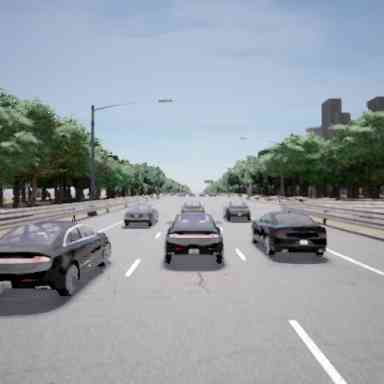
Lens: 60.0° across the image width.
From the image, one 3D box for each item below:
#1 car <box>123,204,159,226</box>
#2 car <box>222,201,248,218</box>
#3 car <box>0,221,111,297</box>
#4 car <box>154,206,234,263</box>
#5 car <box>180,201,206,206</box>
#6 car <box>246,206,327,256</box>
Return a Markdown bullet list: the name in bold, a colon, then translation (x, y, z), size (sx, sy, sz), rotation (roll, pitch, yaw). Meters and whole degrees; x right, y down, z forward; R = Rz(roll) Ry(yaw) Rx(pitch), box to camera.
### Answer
- **car**: translation (-3.460, 1.535, 23.265), size (2.033, 1.411, 5.357), rotation (0, 0, 0)
- **car**: translation (3.569, 1.467, 27.020), size (2.128, 1.511, 4.902), rotation (0, 0, 0)
- **car**: translation (-3.456, 1.492, 8.539), size (2.128, 1.511, 4.902), rotation (0, 0, 0)
- **car**: translation (0.069, 1.492, 11.974), size (2.128, 1.511, 4.902), rotation (0, 0, 0)
- **car**: translation (0.069, 1.467, 27.034), size (2.128, 1.511, 4.902), rotation (0, 0, 0)
- **car**: translation (3.574, 1.478, 13.052), size (1.882, 1.535, 5.008), rotation (0, -1, 0)
